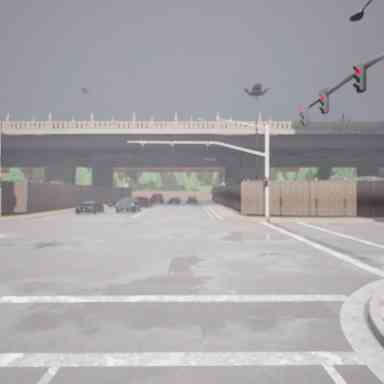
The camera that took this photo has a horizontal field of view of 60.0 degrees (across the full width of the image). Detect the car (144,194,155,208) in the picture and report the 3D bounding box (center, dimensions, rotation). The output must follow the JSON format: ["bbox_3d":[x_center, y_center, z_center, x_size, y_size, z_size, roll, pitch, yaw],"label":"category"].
[{"bbox_3d":[-7.068,1.451,48.522,1.882,1.535,5.008,0,0,0],"label":"car"}]

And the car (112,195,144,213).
[{"bbox_3d":[-7.079,1.332,37.080,2.097,1.767,4.553,0,0,0],"label":"car"}]

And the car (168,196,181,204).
[{"bbox_3d":[-3.483,1.566,64.423,1.895,1.301,4.718,0,0,0],"label":"car"}]

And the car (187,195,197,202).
[{"bbox_3d":[0.020,1.484,74.385,2.128,1.511,4.902,0,0,0],"label":"car"}]

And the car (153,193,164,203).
[{"bbox_3d":[-6.983,1.186,67.311,2.150,2.045,5.566,0,0,0],"label":"car"}]

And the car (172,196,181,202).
[{"bbox_3d":[-3.480,1.554,74.416,1.895,1.301,4.718,0,0,0],"label":"car"}]

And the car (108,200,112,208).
[{"bbox_3d":[-10.571,1.536,47.308,1.994,1.385,4.181,0,0,0],"label":"car"}]

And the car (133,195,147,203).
[{"bbox_3d":[-10.484,1.456,67.371,2.128,1.511,4.902,0,0,0],"label":"car"}]

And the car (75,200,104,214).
[{"bbox_3d":[-10.576,1.545,34.638,1.994,1.385,4.181,0,0,1],"label":"car"}]

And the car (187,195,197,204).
[{"bbox_3d":[0.017,1.566,64.059,1.895,1.301,4.718,0,0,0],"label":"car"}]
